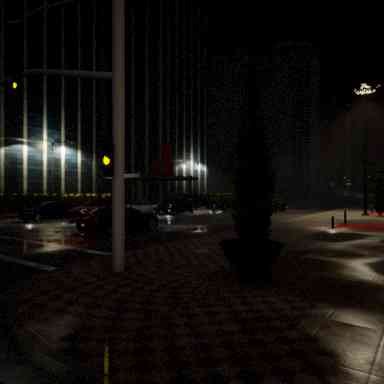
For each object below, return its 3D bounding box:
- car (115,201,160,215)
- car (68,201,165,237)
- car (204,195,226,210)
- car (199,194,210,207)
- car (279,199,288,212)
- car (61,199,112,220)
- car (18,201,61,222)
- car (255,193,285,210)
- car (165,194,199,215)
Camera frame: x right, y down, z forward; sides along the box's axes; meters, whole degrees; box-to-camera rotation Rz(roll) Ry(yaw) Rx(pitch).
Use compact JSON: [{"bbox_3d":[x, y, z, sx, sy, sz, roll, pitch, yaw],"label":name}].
[{"bbox_3d":[-5.573,1.601,34.699,1.895,1.301,4.718,0,0,35],"label":"car"},{"bbox_3d":[-3.936,1.477,18.332,1.882,1.535,5.008,0,0,35],"label":"car"},{"bbox_3d":[4.129,1.491,42.470,2.128,1.511,4.902,0,0,35],"label":"car"},{"bbox_3d":[0.560,1.221,43.472,2.150,2.045,5.566,0,0,35],"label":"car"},{"bbox_3d":[9.119,1.352,37.069,2.097,1.767,4.553,0,0,35],"label":"car"},{"bbox_3d":[-7.400,1.352,25.952,2.097,1.767,4.553,0,0,35],"label":"car"},{"bbox_3d":[-11.235,1.478,26.574,1.882,1.535,5.008,0,0,35],"label":"car"},{"bbox_3d":[10.738,1.221,45.516,2.150,2.045,5.566,0,0,35],"label":"car"},{"bbox_3d":[-1.711,1.352,34.113,2.097,1.767,4.553,0,0,35],"label":"car"}]
